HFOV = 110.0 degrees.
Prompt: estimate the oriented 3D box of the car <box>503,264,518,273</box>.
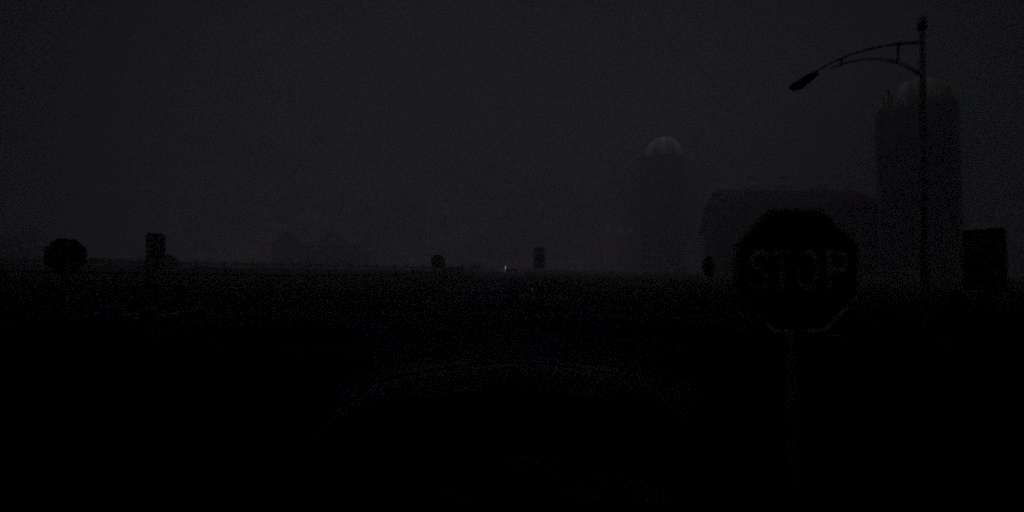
[{"bbox_3d":[-0.034,1.977,58.741,2.128,1.511,4.902,0,-1,-2],"label":"car"}]
